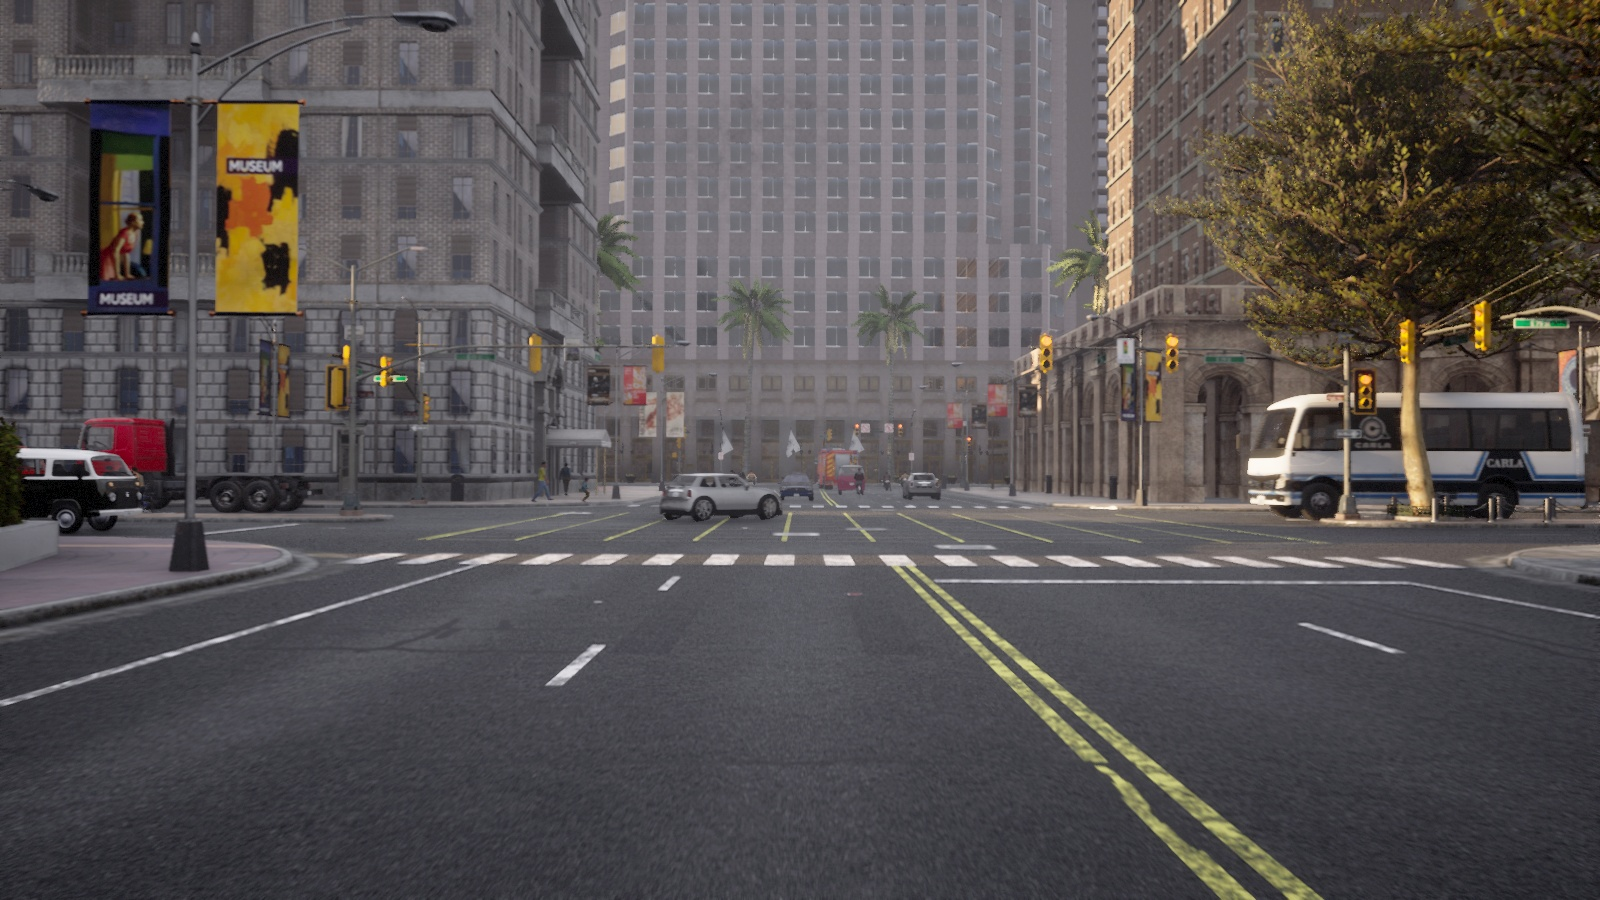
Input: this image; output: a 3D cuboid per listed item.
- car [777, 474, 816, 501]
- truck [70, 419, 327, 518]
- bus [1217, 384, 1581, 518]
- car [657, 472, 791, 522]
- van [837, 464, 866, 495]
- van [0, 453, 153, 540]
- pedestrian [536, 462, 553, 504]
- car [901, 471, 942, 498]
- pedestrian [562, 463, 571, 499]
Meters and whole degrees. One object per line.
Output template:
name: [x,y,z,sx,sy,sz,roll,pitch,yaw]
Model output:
car: [-0.170,1.999,67.856,2.033,1.411,5.357,0,-1,0]
truck: [-21.755,0.686,45.721,7.936,3.462,2.891,0,-1,0]
bus: [19.783,0.064,42.098,10.273,4.253,3.944,0,-1,1]
car: [-2.374,1.456,39.790,3.806,1.475,1.970,1,-1,-40]
van: [3.389,1.955,83.664,1.775,1.987,4.442,0,-1,0]
van: [-18.604,1.127,30.735,4.480,2.038,2.069,0,-1,0]
pedestrian: [-11.225,1.441,55.201,0.706,1.836,0.354,0,-1,-16]
car: [6.822,1.939,70.798,1.970,1.475,3.806,0,-1,0]
pedestrian: [-12.784,1.675,68.838,0.423,1.949,0.788,0,-1,-5]
